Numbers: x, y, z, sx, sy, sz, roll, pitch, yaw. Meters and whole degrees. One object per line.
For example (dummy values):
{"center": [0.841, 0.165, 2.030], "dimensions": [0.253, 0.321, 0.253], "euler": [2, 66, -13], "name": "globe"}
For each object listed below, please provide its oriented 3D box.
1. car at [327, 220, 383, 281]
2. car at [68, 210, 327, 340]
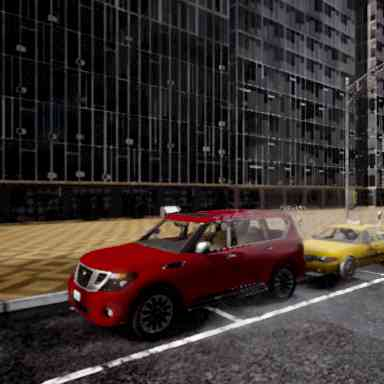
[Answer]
{"center": [4.707, 1.545, 9.923], "dimensions": [4.829, 1.417, 1.752], "euler": [0, 0, -36], "name": "car"}
{"center": [0.232, 1.323, 6.729], "dimensions": [5.009, 1.841, 2.192], "euler": [0, 0, -36], "name": "car"}
